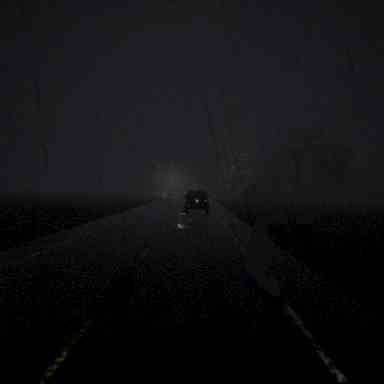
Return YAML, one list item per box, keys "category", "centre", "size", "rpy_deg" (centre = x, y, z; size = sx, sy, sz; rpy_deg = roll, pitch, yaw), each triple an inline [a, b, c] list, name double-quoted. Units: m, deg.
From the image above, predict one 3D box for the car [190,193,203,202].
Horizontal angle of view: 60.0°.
- category: "car"
  centre: [0.749, 0.871, 54.170]
  size: [2.033, 1.411, 5.357]
  rpy_deg: [1, 1, 1]

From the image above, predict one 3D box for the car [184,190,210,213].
- category: "car"
  centre: [0.465, 0.833, 31.008]
  size: [2.150, 2.045, 5.566]
  rpy_deg: [1, 1, 1]
